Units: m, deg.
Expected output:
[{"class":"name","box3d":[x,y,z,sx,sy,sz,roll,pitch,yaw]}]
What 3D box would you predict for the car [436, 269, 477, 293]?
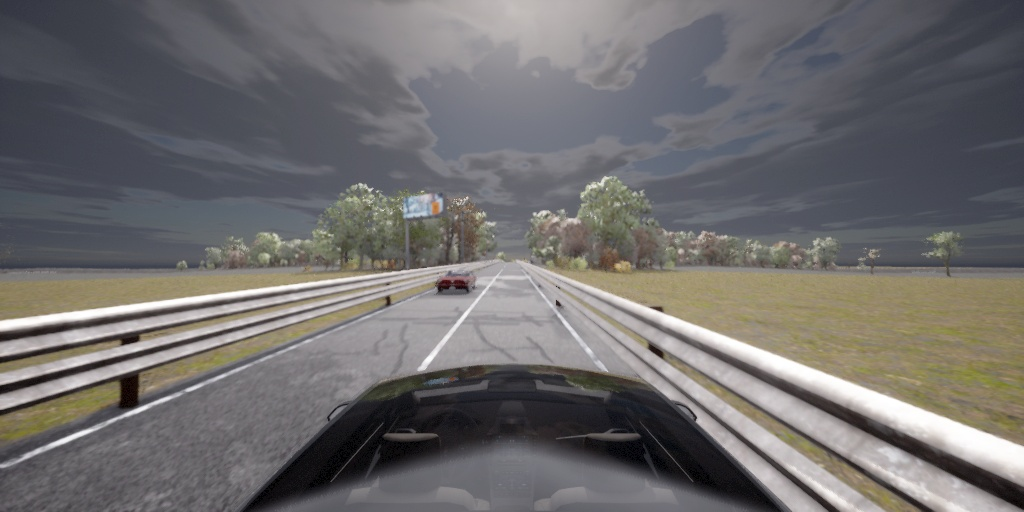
[{"class":"car","box3d":[-3.243,1.446,21.712,1.895,1.301,4.718,0,0,0]}]
